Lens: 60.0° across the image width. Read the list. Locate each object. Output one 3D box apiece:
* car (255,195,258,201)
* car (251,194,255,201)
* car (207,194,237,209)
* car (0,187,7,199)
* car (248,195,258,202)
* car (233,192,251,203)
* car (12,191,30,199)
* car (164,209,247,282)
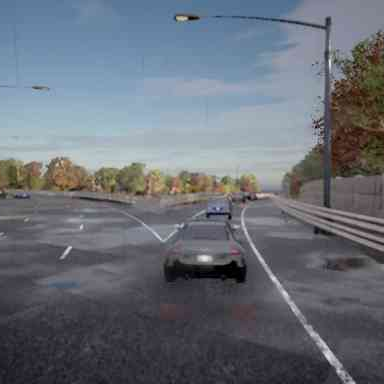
[{"bbox_3d":[11.978,1.168,68.466,2.033,1.411,5.357,0,-2,15],"label":"car"},{"bbox_3d":[9.348,0.810,57.863,1.882,1.535,5.008,0,-1,14],"label":"car"},{"bbox_3d":[2.115,1.135,24.741,2.033,1.411,5.357,0,1,9],"label":"car"},{"bbox_3d":[-34.131,0.208,58.089,2.150,2.045,5.566,-1,1,-42],"label":"car"},{"bbox_3d":[14.264,1.449,77.030,1.837,1.490,4.892,0,-3,16],"label":"car"},{"bbox_3d":[6.635,0.756,46.698,2.128,1.511,4.902,0,0,14],"label":"car"},{"bbox_3d":[-30.384,0.539,59.072,1.994,1.385,4.181,-1,1,-41],"label":"car"},{"bbox_3d":[0.400,1.406,9.341,1.994,1.385,4.181,0,1,3],"label":"car"}]
